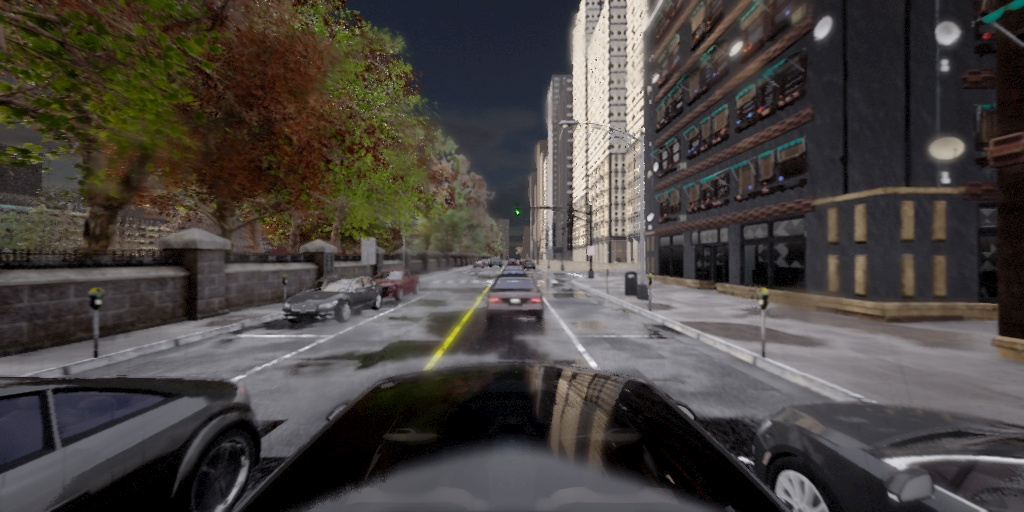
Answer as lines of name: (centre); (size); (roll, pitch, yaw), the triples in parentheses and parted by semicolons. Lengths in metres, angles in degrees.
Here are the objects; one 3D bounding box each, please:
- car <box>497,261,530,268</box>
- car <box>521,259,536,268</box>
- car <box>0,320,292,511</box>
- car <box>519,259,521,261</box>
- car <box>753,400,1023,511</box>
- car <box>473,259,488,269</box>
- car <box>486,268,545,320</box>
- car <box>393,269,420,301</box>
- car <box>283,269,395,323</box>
car: (0.111, 1.353, 27.980); (2.033, 1.411, 5.357); (0, 0, 0)
car: (2.712, 1.444, 55.526); (1.948, 1.339, 4.313); (0, 0, 0)
car: (-3.099, 1.313, 1.293); (1.994, 1.385, 4.181); (0, 0, 0)
car: (2.714, 1.460, 61.158); (1.948, 1.339, 4.313); (0, 0, 0)
car: (2.689, 1.299, 0.994); (2.007, 1.370, 4.403); (0, 0, 0)
car: (-5.666, 1.476, 61.162); (1.802, 1.307, 4.207); (0, 0, 0)
car: (0.105, 1.319, 12.603); (2.033, 1.411, 5.357); (0, 0, 0)
car: (-5.814, 1.327, 17.611); (1.888, 1.381, 4.507); (0, 0, 0)
car: (-5.764, 1.321, 12.071); (2.007, 1.370, 4.403); (0, 0, 0)
